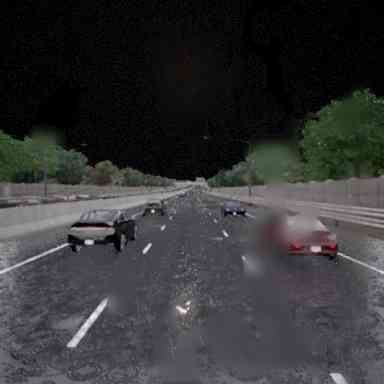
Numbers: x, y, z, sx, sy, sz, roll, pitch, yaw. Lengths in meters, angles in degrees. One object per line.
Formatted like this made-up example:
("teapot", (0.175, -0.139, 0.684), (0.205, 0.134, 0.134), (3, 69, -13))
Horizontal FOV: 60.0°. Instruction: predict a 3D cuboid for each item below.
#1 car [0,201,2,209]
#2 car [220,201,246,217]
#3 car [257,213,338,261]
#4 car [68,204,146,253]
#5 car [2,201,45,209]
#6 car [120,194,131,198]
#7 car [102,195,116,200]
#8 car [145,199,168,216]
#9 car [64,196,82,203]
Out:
("car", (-17.592, 1.456, 29.420), (2.033, 1.411, 5.357), (0, 0, 0))
("car", (3.604, 1.508, 30.141), (1.895, 1.301, 4.718), (0, 0, 0))
("car", (3.602, 1.482, 11.976), (1.812, 1.442, 4.674), (0, 0, 0))
("car", (-3.398, 1.443, 13.418), (2.128, 1.511, 4.902), (0, 0, 0))
("car", (-14.092, 1.510, 28.981), (1.895, 1.301, 4.718), (0, 0, 0))
("car", (-13.991, 1.266, 69.856), (1.837, 1.490, 4.892), (0, 0, 0))
("car", (-17.491, 1.361, 69.827), (1.895, 1.301, 4.718), (0, 0, 0))
("car", (-3.395, 1.409, 31.328), (1.837, 1.490, 4.892), (0, 0, 0))
("car", (-21.017, 1.361, 59.093), (1.812, 1.442, 4.674), (0, 0, 1))
